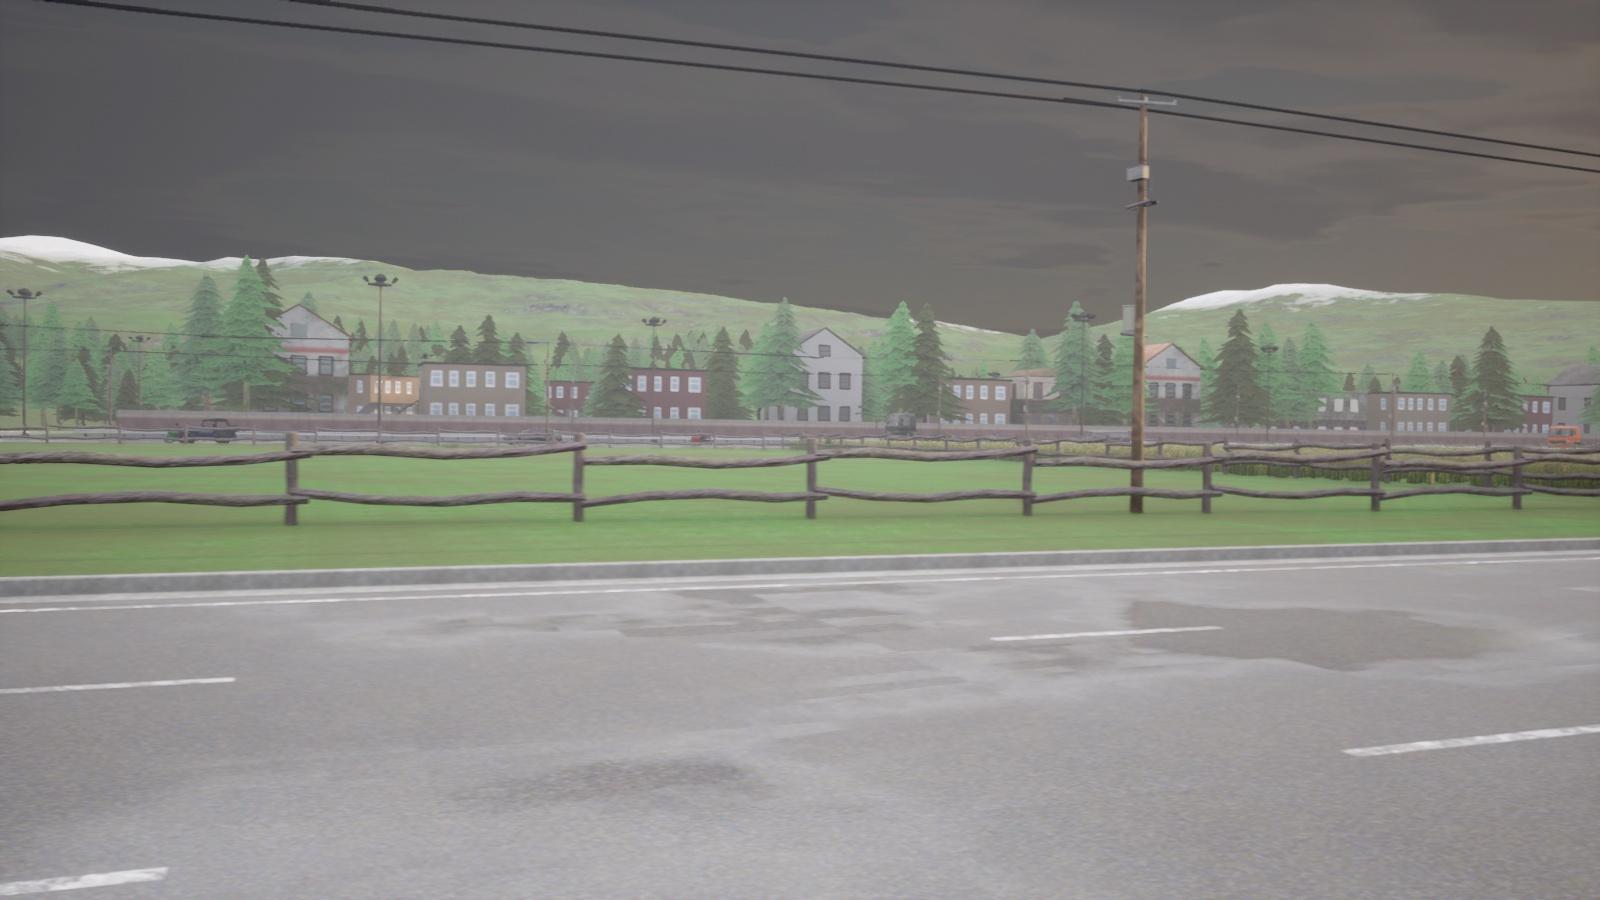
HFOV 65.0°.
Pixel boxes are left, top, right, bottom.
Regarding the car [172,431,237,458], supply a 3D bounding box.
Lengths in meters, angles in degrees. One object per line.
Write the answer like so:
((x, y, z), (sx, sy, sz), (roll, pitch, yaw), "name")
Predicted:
((-41.399, -0.398, 87.378), (3.866, 1.878, 1.905), (-1, 1, -21), "car")
